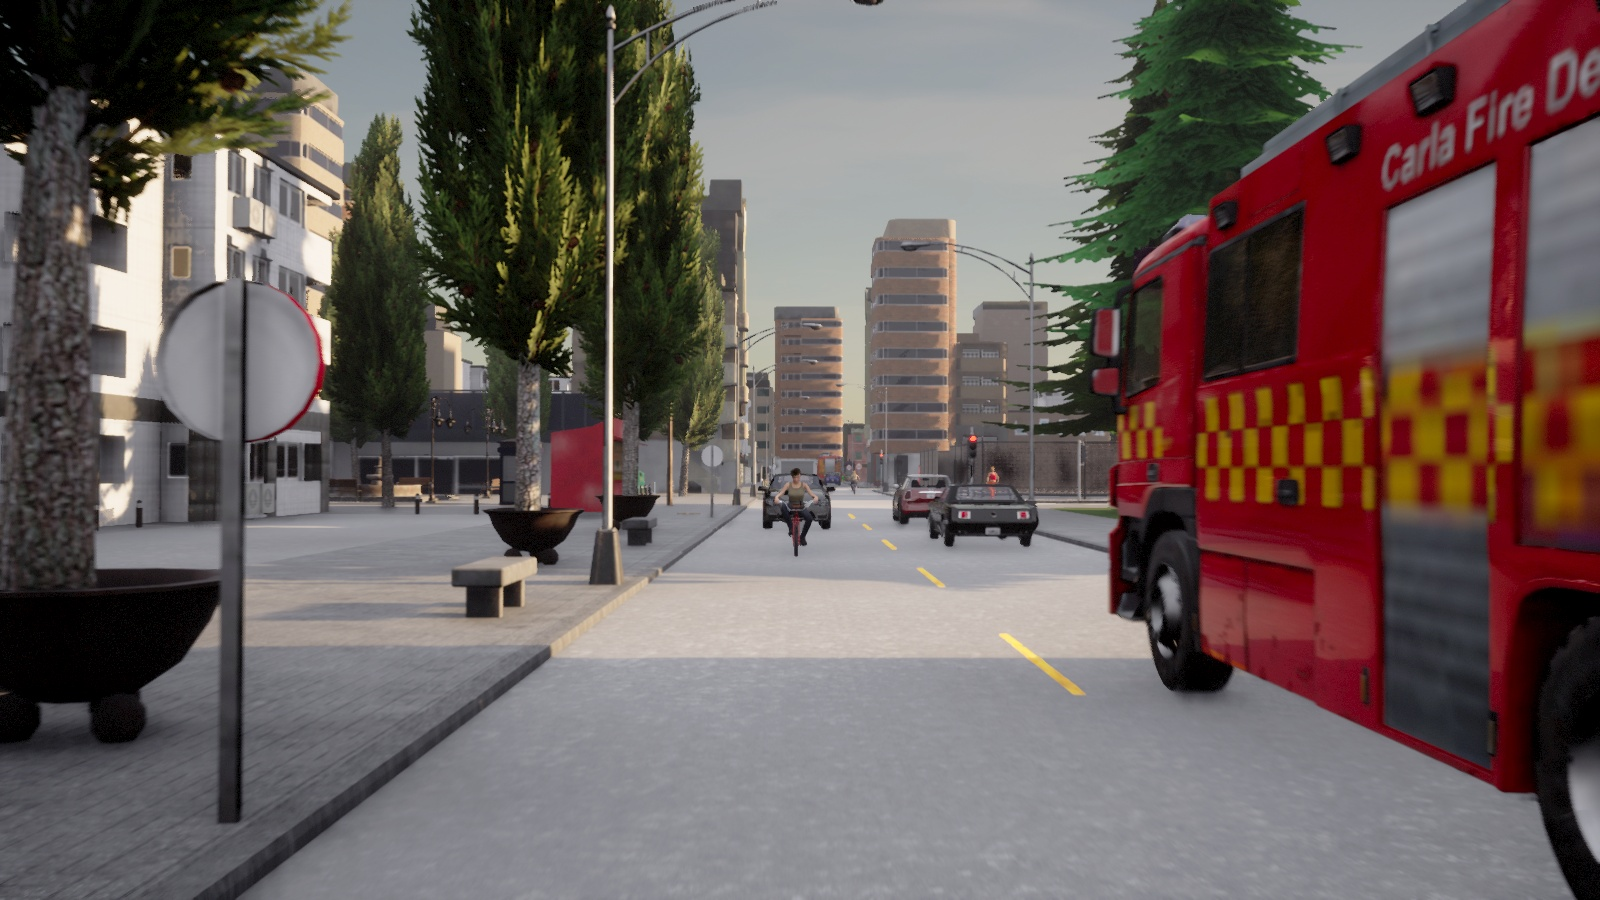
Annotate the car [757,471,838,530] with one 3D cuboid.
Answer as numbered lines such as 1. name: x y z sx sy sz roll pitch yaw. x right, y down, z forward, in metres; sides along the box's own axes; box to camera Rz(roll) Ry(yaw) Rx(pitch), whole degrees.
1. car: -0.094 1.362 35.222 2.128 1.511 4.902 0 -1 -1

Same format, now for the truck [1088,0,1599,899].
1. truck: 3.983 -0.253 6.752 2.891 3.827 8.468 0 -1 0

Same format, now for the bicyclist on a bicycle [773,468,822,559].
1. bicyclist on a bicycle: -0.060 1.140 23.150 0.866 1.612 1.509 0 -1 -1

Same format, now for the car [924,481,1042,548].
1. car: 3.943 1.366 27.834 1.895 1.301 4.718 0 -1 0

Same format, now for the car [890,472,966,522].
1. car: 3.891 1.414 38.748 1.970 1.475 3.806 0 -1 1
